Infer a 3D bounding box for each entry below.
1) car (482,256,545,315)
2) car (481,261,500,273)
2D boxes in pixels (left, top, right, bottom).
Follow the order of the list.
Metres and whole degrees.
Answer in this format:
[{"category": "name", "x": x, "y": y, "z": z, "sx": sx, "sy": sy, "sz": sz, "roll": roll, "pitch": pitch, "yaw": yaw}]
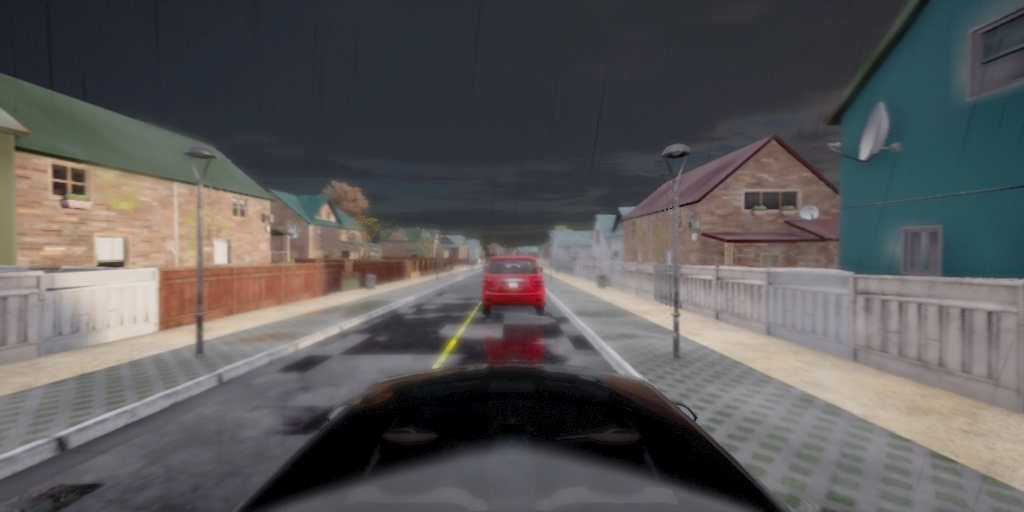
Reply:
[{"category": "car", "x": 0.067, "y": 1.018, "z": 14.010, "sx": 2.150, "sy": 2.045, "sz": 5.566, "roll": 0, "pitch": 0, "yaw": 0}, {"category": "car", "x": -2.813, "y": 1.418, "z": 47.331, "sx": 2.128, "sy": 1.511, "sz": 4.902, "roll": 0, "pitch": 0, "yaw": 0}]
